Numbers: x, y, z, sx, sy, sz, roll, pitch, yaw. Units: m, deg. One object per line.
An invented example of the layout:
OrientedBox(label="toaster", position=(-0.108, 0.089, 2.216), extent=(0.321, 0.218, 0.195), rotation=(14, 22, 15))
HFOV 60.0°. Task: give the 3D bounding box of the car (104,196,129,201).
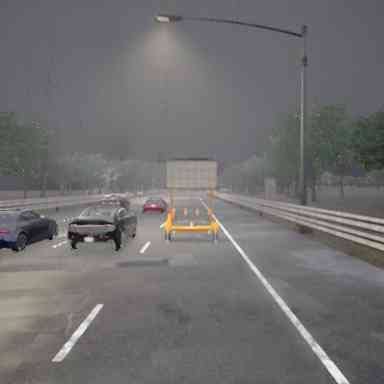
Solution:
OrientedBox(label="car", position=(-6.941, 1.118, 30.538), extent=(2.128, 1.511, 4.902), rotation=(0, 1, 0))

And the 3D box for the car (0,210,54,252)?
OrientedBox(label="car", position=(-6.916, 1.404, 13.088), extent=(1.994, 1.385, 4.181), rotation=(0, 1, 0))

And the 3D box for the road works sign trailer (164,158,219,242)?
OrientedBox(label="road works sign trailer", position=(-0.019, 0.280, 15.137), extent=(2.380, 3.560, 2.880), rotation=(0, 1, 0))

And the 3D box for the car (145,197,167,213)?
OrientedBox(label="car", position=(-3.441, 1.179, 31.540), extent=(1.994, 1.385, 4.181), rotation=(0, 1, 0))

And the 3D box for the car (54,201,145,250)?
OrientedBox(label="car", position=(-3.417, 1.327, 13.460), extent=(2.128, 1.511, 4.902), rotation=(0, 1, 0))
